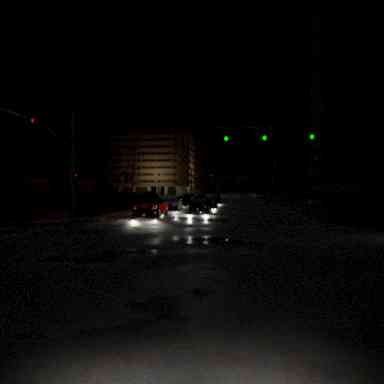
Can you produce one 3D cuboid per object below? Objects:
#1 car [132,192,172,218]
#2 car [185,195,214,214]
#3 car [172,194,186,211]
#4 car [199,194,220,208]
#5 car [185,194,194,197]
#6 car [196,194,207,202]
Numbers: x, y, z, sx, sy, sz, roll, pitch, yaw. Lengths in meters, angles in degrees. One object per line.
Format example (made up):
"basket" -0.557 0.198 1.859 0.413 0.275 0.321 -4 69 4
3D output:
"car" -3.378 1.164 27.575 2.097 1.767 4.553 0 0 8
"car" 0.823 1.305 32.430 1.812 1.442 4.674 0 0 8
"car" -2.180 1.280 36.494 1.812 1.442 4.674 0 1 8
"car" 2.176 1.191 42.570 1.882 1.535 5.008 0 0 8
"car" -0.558 1.027 48.621 2.097 1.767 4.553 0 0 8
"car" 1.914 1.125 66.544 1.812 1.442 4.674 0 0 8
